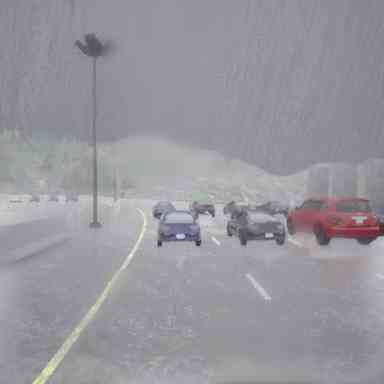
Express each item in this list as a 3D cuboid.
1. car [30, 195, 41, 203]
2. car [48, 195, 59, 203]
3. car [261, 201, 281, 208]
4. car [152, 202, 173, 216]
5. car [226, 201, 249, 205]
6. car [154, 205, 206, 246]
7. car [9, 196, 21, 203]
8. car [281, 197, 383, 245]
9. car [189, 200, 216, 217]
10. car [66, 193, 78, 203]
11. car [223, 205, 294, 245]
[{"bbox_3d":[-31.825,1.472,67.421,1.837,1.490,4.892,0,0,-24],"label":"car"},{"bbox_3d":[-28.649,1.467,68.892,1.837,1.490,4.892,0,0,-24],"label":"car"},{"bbox_3d":[7.784,1.564,32.127,2.033,1.411,5.357,0,0,-10],"label":"car"},{"bbox_3d":[-2.570,1.573,30.383,1.994,1.385,4.181,0,0,-10],"label":"car"},{"bbox_3d":[4.332,1.534,31.546,1.812,1.442,4.674,0,0,-10],"label":"car"},{"bbox_3d":[-0.644,1.534,15.070,1.812,1.442,4.674,0,0,-5],"label":"car"},{"bbox_3d":[-35.000,1.501,65.949,1.812,1.442,4.674,0,0,-24],"label":"car"},{"bbox_3d":[6.329,1.259,15.684,2.150,2.045,5.566,0,0,-5],"label":"car"},{"bbox_3d":[0.881,1.517,30.964,1.837,1.490,4.892,0,0,-10],"label":"car"},{"bbox_3d":[-25.458,1.225,70.339,2.150,2.045,5.566,0,0,-24],"label":"car"},{"bbox_3d":[2.844,1.534,15.362,1.812,1.442,4.674,0,0,-5],"label":"car"}]
